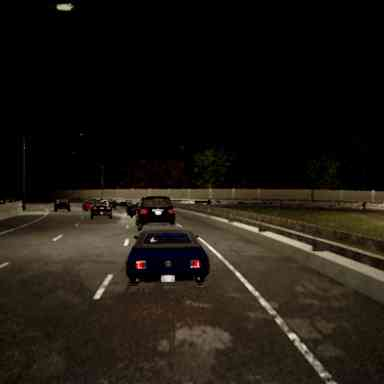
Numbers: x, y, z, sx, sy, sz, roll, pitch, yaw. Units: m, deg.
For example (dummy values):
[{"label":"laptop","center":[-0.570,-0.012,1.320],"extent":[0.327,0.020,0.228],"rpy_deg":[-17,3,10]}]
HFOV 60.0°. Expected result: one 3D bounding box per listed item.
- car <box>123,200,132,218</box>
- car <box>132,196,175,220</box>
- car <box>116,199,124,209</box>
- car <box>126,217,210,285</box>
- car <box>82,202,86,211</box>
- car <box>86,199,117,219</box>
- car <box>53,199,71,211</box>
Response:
[{"label":"car","center":[-5.200,1.690,32.168],"extent":[1.994,1.385,4.181],"rpy_deg":[0,0,-17]},{"label":"car","center":[-2.414,1.298,21.011],"extent":[2.150,2.045,5.566],"rpy_deg":[0,-1,-12]},{"label":"car","center":[-9.956,1.671,44.783],"extent":[2.128,1.511,4.902],"rpy_deg":[0,0,-24]},{"label":"car","center":[-0.735,1.638,9.589],"extent":[1.895,1.301,4.718],"rpy_deg":[0,0,-5]},{"label":"car","center":[-13.147,1.742,43.363],"extent":[1.994,1.385,4.181],"rpy_deg":[0,0,-24]},{"label":"car","center":[-8.524,1.619,31.110],"extent":[2.128,1.511,4.902],"rpy_deg":[0,0,-17]},{"label":"car","center":[-16.843,1.672,43.011],"extent":[2.128,1.511,4.902],"rpy_deg":[0,0,-25]}]
